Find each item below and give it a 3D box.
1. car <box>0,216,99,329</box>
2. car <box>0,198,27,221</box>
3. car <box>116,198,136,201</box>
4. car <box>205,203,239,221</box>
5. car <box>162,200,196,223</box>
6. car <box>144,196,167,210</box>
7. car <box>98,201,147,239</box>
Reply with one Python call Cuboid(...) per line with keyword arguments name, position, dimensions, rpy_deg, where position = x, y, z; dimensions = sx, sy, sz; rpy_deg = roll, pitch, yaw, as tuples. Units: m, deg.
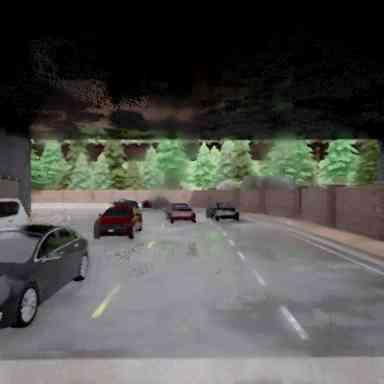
Cuboid(name="car", position=(-3.622, 1.501, 7.036), dimensions=(1.837, 1.490, 4.892), rpy_deg=(0, 0, 0))
Cuboid(name="car", position=(-7.113, 1.216, 10.143), dimensions=(2.150, 2.045, 5.566), rpy_deg=(0, 0, 0))
Cuboid(name="car", position=(-8.548, 1.478, 41.964), dimensions=(1.837, 1.490, 4.892), rpy_deg=(1, 0, -38))
Cuboid(name="car", position=(2.352, 1.546, 26.836), dimensions=(1.994, 1.385, 4.181), rpy_deg=(0, 0, -10))
Cuboid(name="car", position=(-0.947, 1.548, 25.613), dimensions=(1.994, 1.385, 4.181), rpy_deg=(0, 0, -9))
Cuboid(name="car", position=(-4.765, 1.324, 42.689), dimensions=(2.097, 1.767, 4.553), rpy_deg=(0, 0, -36))
Cuboid(name="car", position=(-3.729, 1.467, 17.496), dimensions=(1.882, 1.535, 5.008), rpy_deg=(0, 0, -2))
